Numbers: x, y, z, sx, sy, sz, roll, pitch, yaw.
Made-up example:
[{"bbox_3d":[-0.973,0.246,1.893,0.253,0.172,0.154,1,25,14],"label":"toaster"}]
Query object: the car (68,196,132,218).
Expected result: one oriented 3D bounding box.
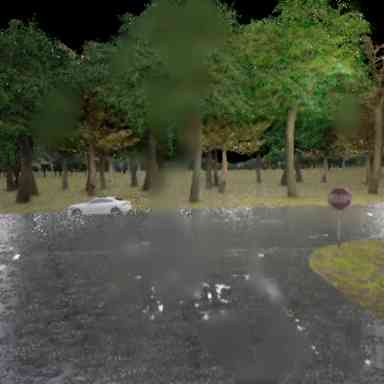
[{"bbox_3d":[-6.933,1.076,25.219,4.674,1.442,1.812,-2,3,0],"label":"car"}]
